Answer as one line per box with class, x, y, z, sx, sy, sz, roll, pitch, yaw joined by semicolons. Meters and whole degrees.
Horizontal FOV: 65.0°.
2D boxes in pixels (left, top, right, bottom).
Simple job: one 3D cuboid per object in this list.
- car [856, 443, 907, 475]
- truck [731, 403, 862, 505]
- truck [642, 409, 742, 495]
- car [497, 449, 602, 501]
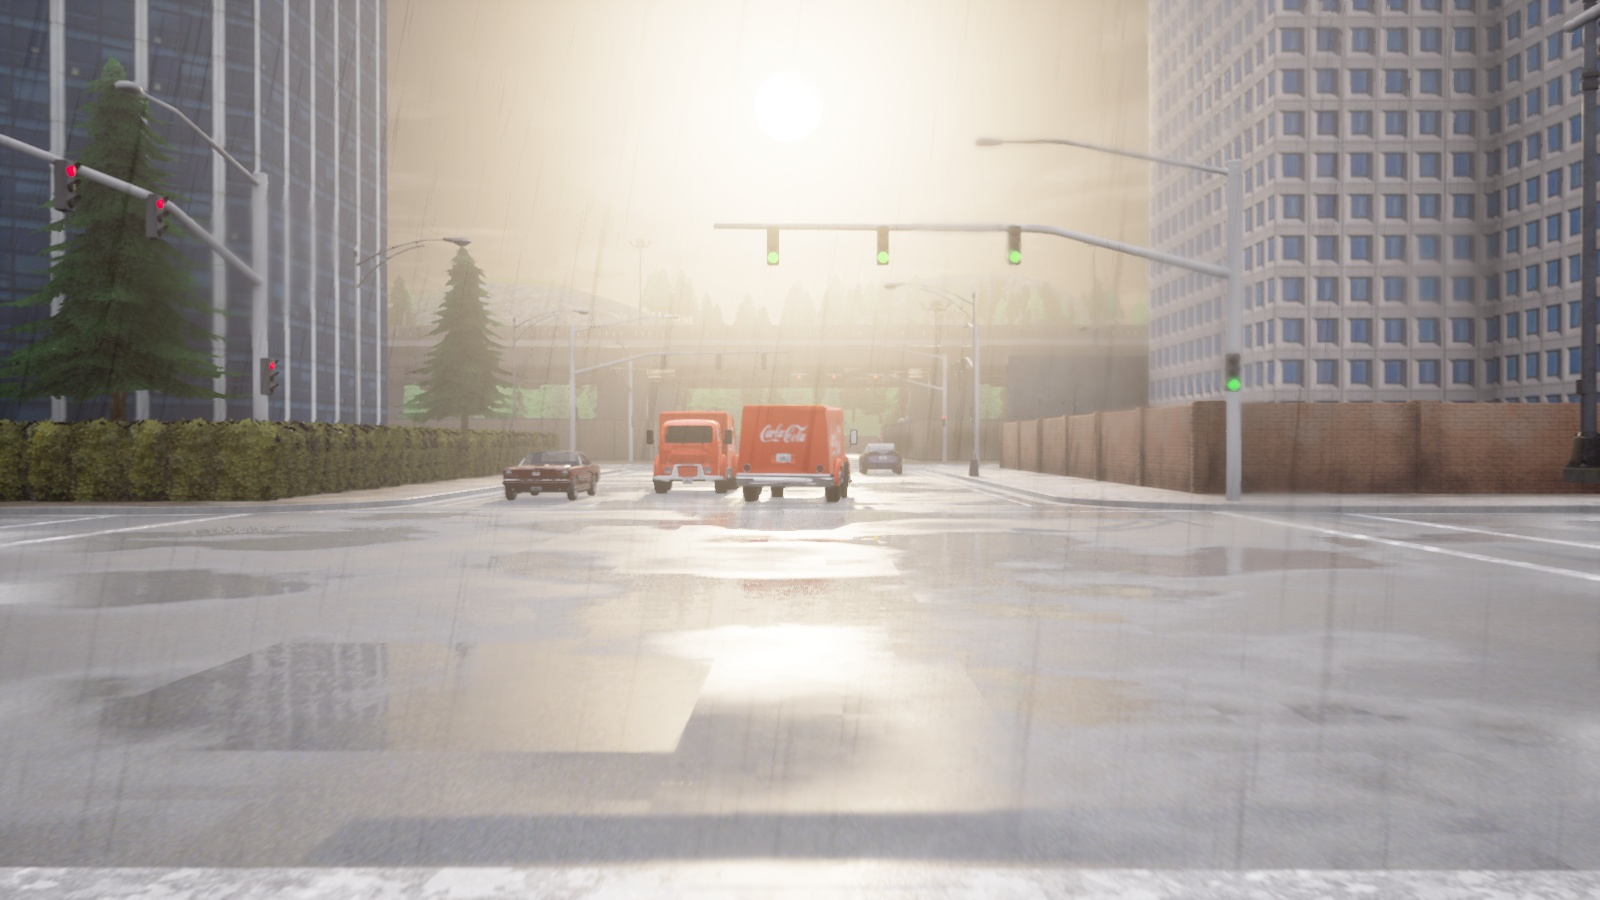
car;3.931;0.397;61.317;2.163;1.488;4.792;0;0;0
truck;0.023;0.068;33.272;2.627;2.467;5.204;1;0;9
truck;-3.222;0.035;38.688;2.627;2.467;5.204;0;0;0
car;-6.751;0.644;34.355;1.895;1.301;4.718;0;0;0
